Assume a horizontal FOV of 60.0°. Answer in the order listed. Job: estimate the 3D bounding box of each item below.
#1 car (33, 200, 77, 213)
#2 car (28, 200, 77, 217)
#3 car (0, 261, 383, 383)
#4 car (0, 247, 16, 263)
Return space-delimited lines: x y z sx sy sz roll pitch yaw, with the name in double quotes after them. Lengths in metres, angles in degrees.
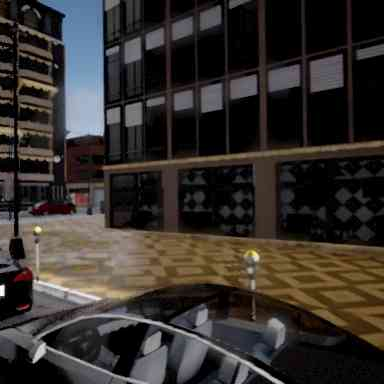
-15.983 1.664 38.951 1.947 1.339 4.313 -1 -1 35 "car"
-12.349 1.521 29.590 1.802 1.307 4.206 -1 -1 35 "car"
-0.256 1.562 3.073 4.313 1.339 1.947 0 -1 35 "car"
-4.686 1.553 6.229 4.313 1.339 1.947 0 -1 35 "car"
